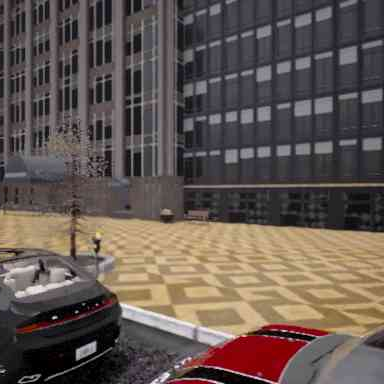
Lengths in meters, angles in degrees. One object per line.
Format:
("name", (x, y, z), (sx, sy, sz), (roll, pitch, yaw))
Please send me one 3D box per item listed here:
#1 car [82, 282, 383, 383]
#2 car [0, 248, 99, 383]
("car", (1.539, 1.442, 1.781), (4.097, 1.590, 1.967), (0, 0, 35))
("car", (-2.958, 1.527, 4.988), (4.403, 1.369, 2.008), (0, 0, 35))
